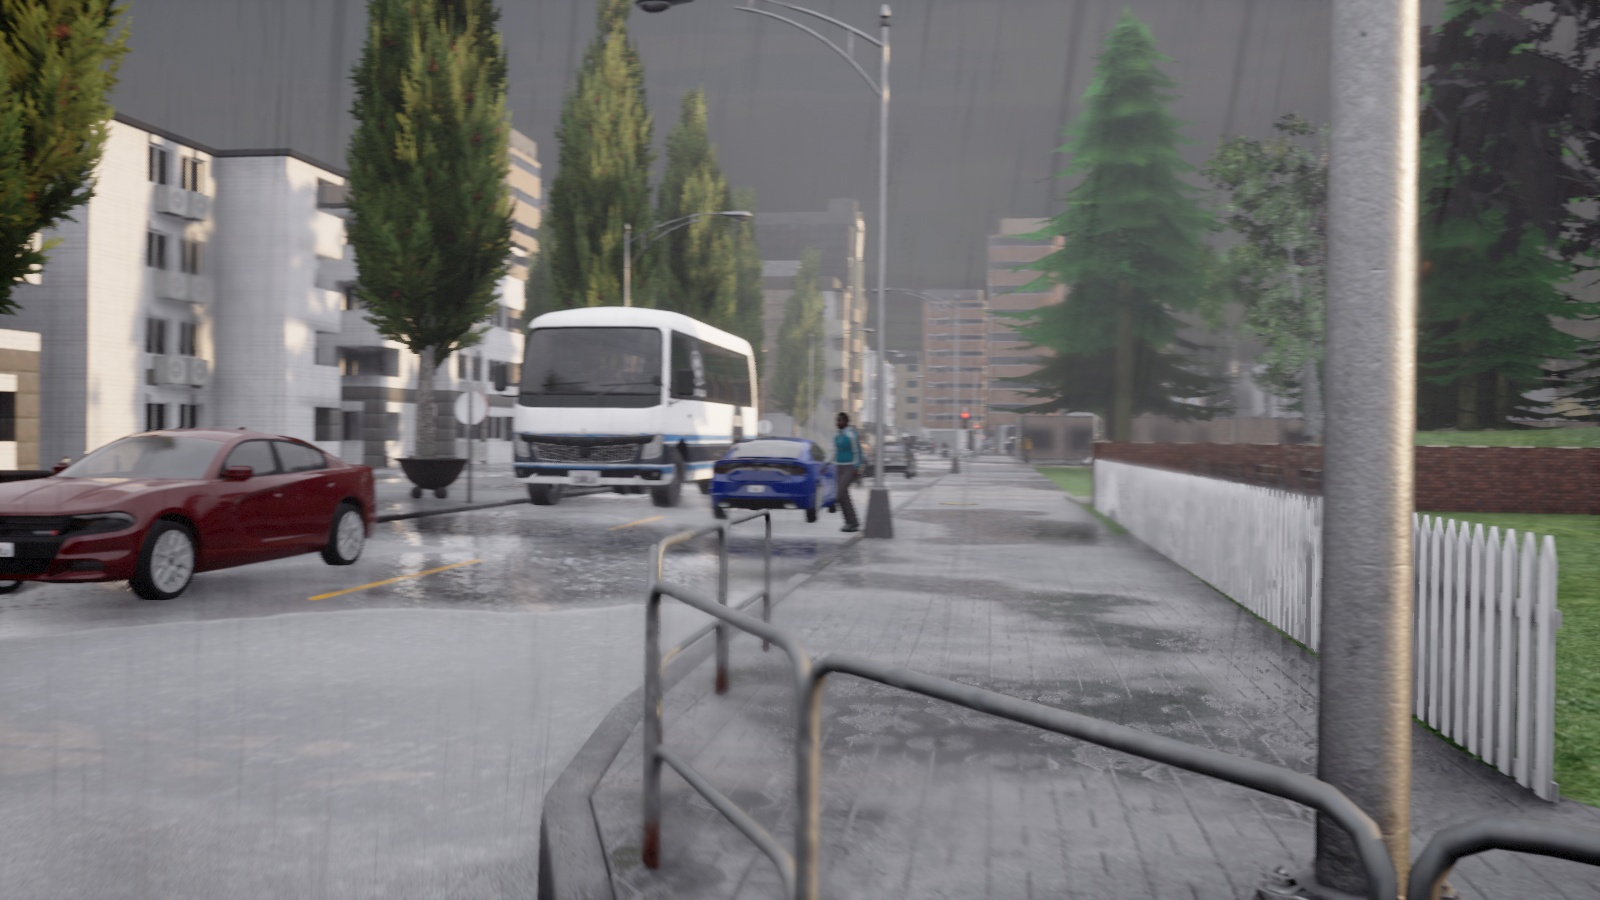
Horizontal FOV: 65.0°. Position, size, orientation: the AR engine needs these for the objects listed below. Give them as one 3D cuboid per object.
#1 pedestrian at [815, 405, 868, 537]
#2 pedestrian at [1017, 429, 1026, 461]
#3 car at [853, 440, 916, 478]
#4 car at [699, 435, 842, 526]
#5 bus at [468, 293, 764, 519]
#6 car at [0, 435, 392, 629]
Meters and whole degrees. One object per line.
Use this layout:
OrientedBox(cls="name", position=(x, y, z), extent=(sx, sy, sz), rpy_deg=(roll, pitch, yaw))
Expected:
OrientedBox(cls="pedestrian", position=(0.621, 0.306, 18.702), extent=(0.692, 1.930, 0.396), rpy_deg=(-1, 1, -40))
OrientedBox(cls="pedestrian", position=(12.622, -0.281, 71.665), extent=(0.431, 1.840, 0.709), rpy_deg=(0, 1, 16))
OrientedBox(cls="car", position=(3.394, 0.312, 49.318), extent=(2.033, 1.411, 5.357), rpy_deg=(0, 1, 9))
OrientedBox(cls="car", position=(-0.428, 0.496, 23.830), extent=(1.882, 1.535, 5.008), rpy_deg=(0, 1, 9))
OrientedBox(cls="bus", position=(-3.692, -0.887, 29.069), extent=(3.944, 4.253, 10.273), rpy_deg=(0, 1, 9))
OrientedBox(cls="car", position=(-6.157, 0.631, 12.590), extent=(1.882, 1.535, 5.008), rpy_deg=(0, 1, 8))
